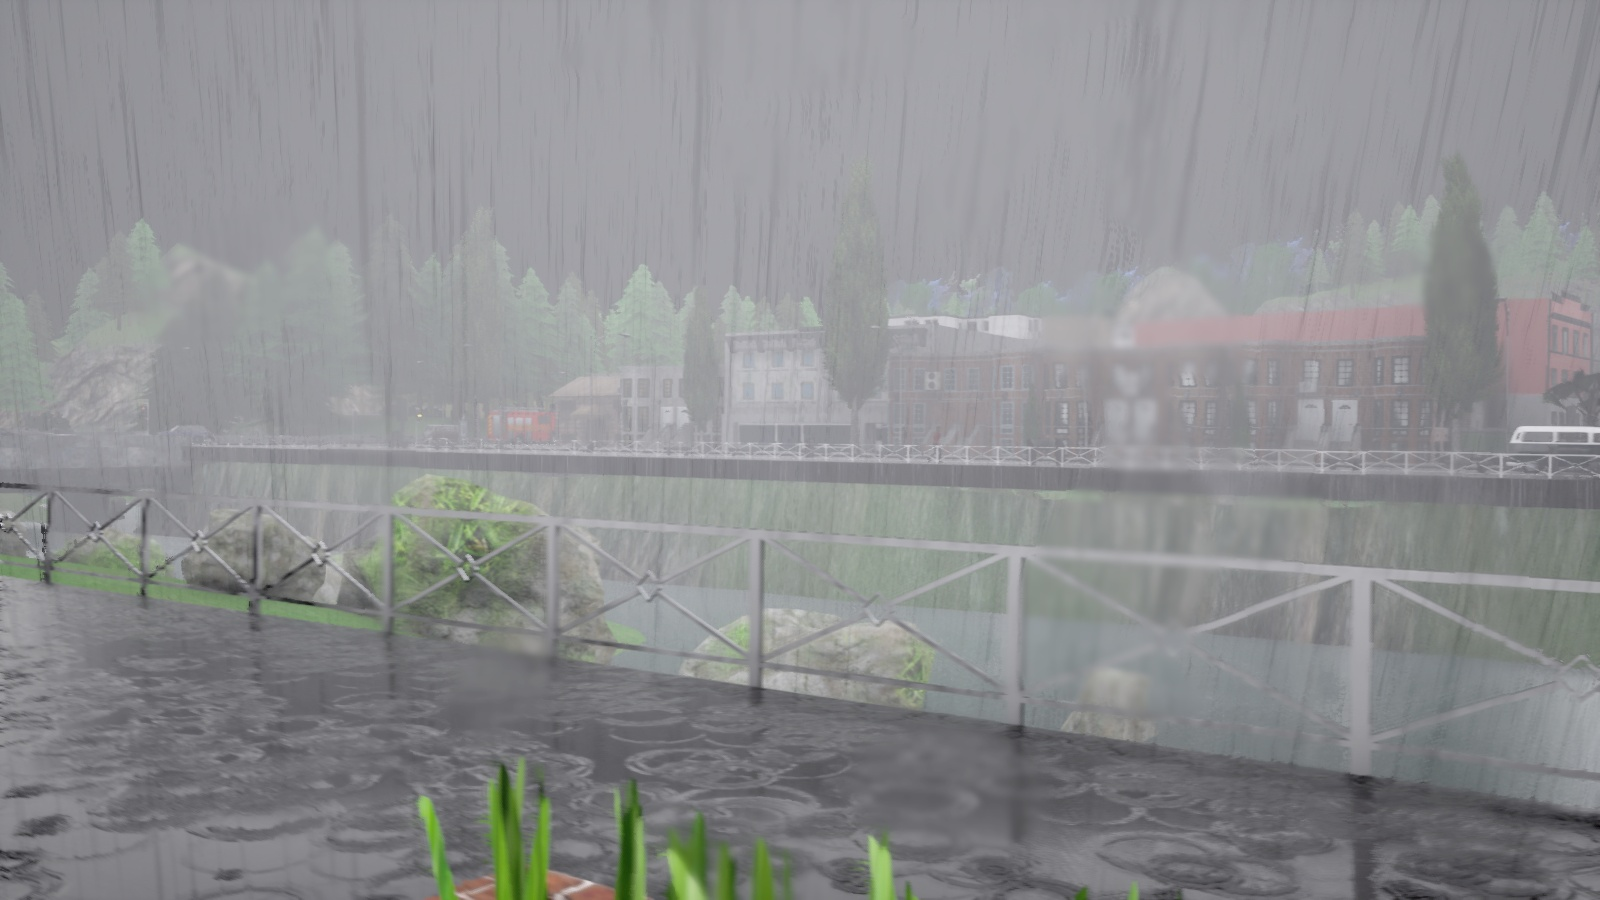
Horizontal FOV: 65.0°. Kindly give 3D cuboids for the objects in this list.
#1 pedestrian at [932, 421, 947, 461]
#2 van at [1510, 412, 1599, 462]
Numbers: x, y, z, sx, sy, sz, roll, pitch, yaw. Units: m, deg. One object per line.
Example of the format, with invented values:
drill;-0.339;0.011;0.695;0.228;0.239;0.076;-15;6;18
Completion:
pedestrian;6.589;-0.428;59.310;0.636;1.846;0.331;0;1;34
van;32.114;-0.547;52.116;4.480;2.038;2.069;0;1;34
